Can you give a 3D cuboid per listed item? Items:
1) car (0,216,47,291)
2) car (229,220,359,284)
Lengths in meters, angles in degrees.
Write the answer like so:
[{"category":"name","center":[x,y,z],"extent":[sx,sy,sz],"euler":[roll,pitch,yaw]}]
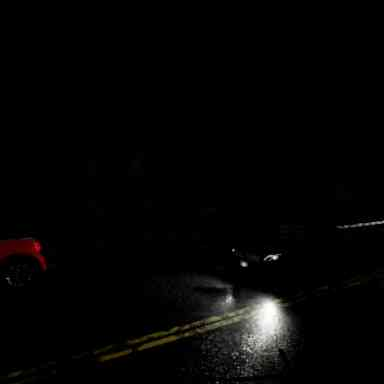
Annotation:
[{"category":"car","center":[-5.849,1.381,7.508],"extent":[4.553,1.767,2.097],"euler":[0,0,-35]},{"category":"car","center":[3.208,1.603,9.967],"extent":[4.674,1.442,1.812],"euler":[1,-1,-37]}]
